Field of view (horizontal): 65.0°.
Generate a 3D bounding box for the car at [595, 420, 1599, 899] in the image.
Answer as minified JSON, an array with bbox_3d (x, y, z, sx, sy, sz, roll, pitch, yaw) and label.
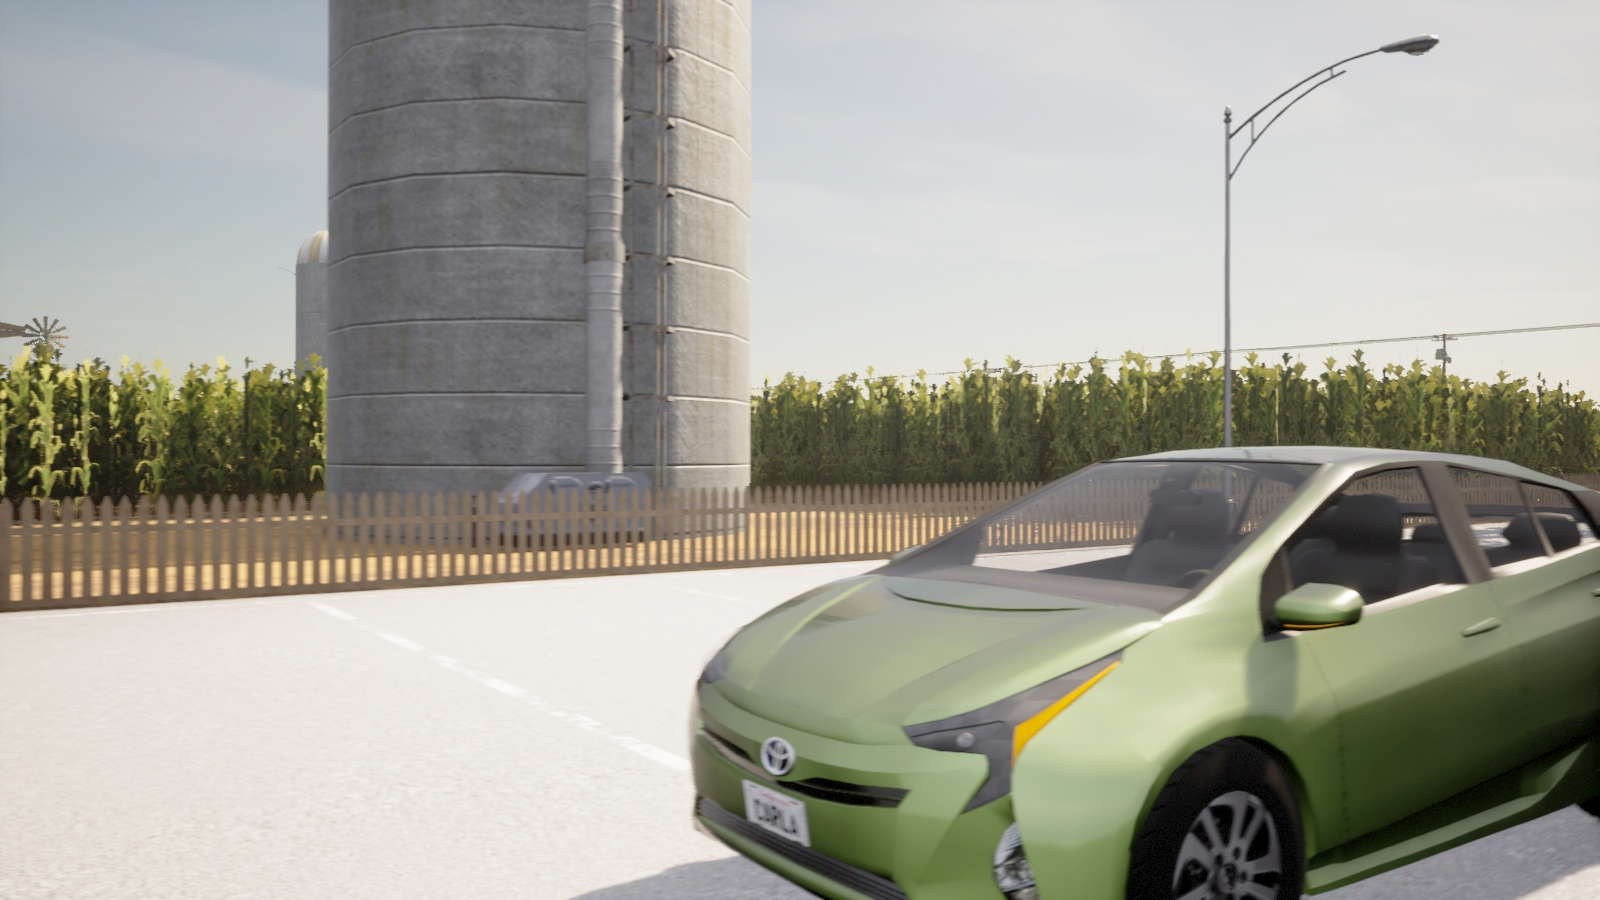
[{"bbox_3d":[1.710,0.700,4.849,4.514,1.525,2.007,0,0,-35],"label":"car"}]
